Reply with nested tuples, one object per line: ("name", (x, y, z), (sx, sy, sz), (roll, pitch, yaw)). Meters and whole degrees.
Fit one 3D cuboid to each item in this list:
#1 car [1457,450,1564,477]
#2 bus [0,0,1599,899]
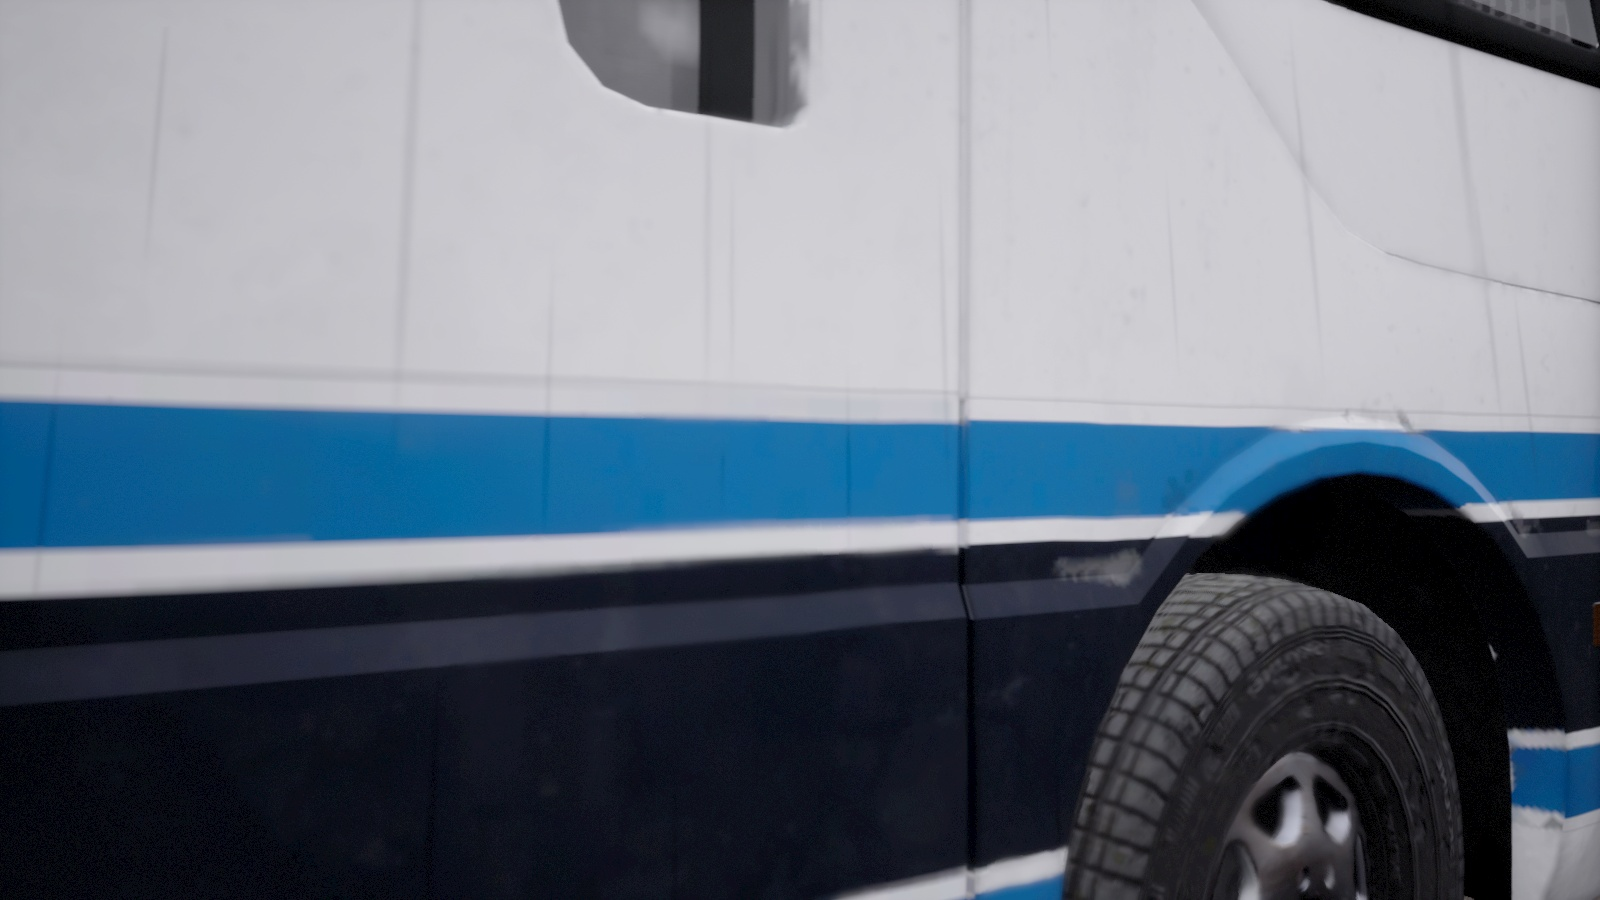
("car", (43.020, 0.818, 76.109), (5.366, 1.575, 1.801), (0, 0, 45))
("bus", (-2.457, -0.619, 1.882), (10.273, 4.253, 3.944), (0, 0, -32))
